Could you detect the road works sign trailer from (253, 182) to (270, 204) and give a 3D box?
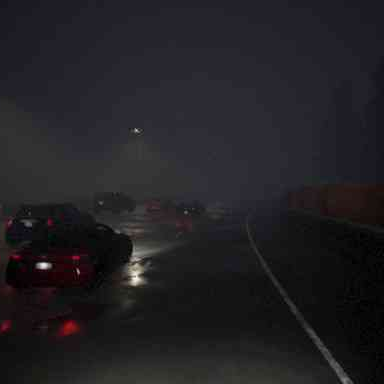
[{"bbox_3d":[11.694,0.119,55.962,2.380,3.560,2.880,0,0,25],"label":"road works sign trailer"}]

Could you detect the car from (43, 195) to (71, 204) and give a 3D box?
[{"bbox_3d":[-22.282,1.165,54.948,1.994,1.385,4.181,0,0,19],"label":"car"}]

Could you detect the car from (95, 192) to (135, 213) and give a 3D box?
[{"bbox_3d":[-7.066,1.009,30.466,2.150,2.045,5.566,0,0,12],"label":"car"}]

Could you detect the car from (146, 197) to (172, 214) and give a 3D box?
[{"bbox_3d":[-2.932,1.257,32.884,1.882,1.535,5.008,0,0,12],"label":"car"}]

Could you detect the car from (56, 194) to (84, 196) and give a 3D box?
[{"bbox_3d":[-17.030,1.156,48.450,1.837,1.490,4.892,0,1,17],"label":"car"}]

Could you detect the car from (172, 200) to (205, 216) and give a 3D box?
[{"bbox_3d":[-0.034,1.405,29.918,1.895,1.301,4.718,0,0,12],"label":"car"}]

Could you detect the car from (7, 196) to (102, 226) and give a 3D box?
[{"bbox_3d":[-5.976,1.243,14.701,2.097,1.767,4.553,0,0,5],"label":"car"}]

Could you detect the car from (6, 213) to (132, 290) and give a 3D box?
[{"bbox_3d":[-2.969,1.499,8.950,1.994,1.385,4.181,0,0,4],"label":"car"}]

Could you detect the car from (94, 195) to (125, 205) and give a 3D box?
[{"bbox_3d":[-12.604,1.192,50.972,2.033,1.411,5.357,0,0,18],"label":"car"}]
